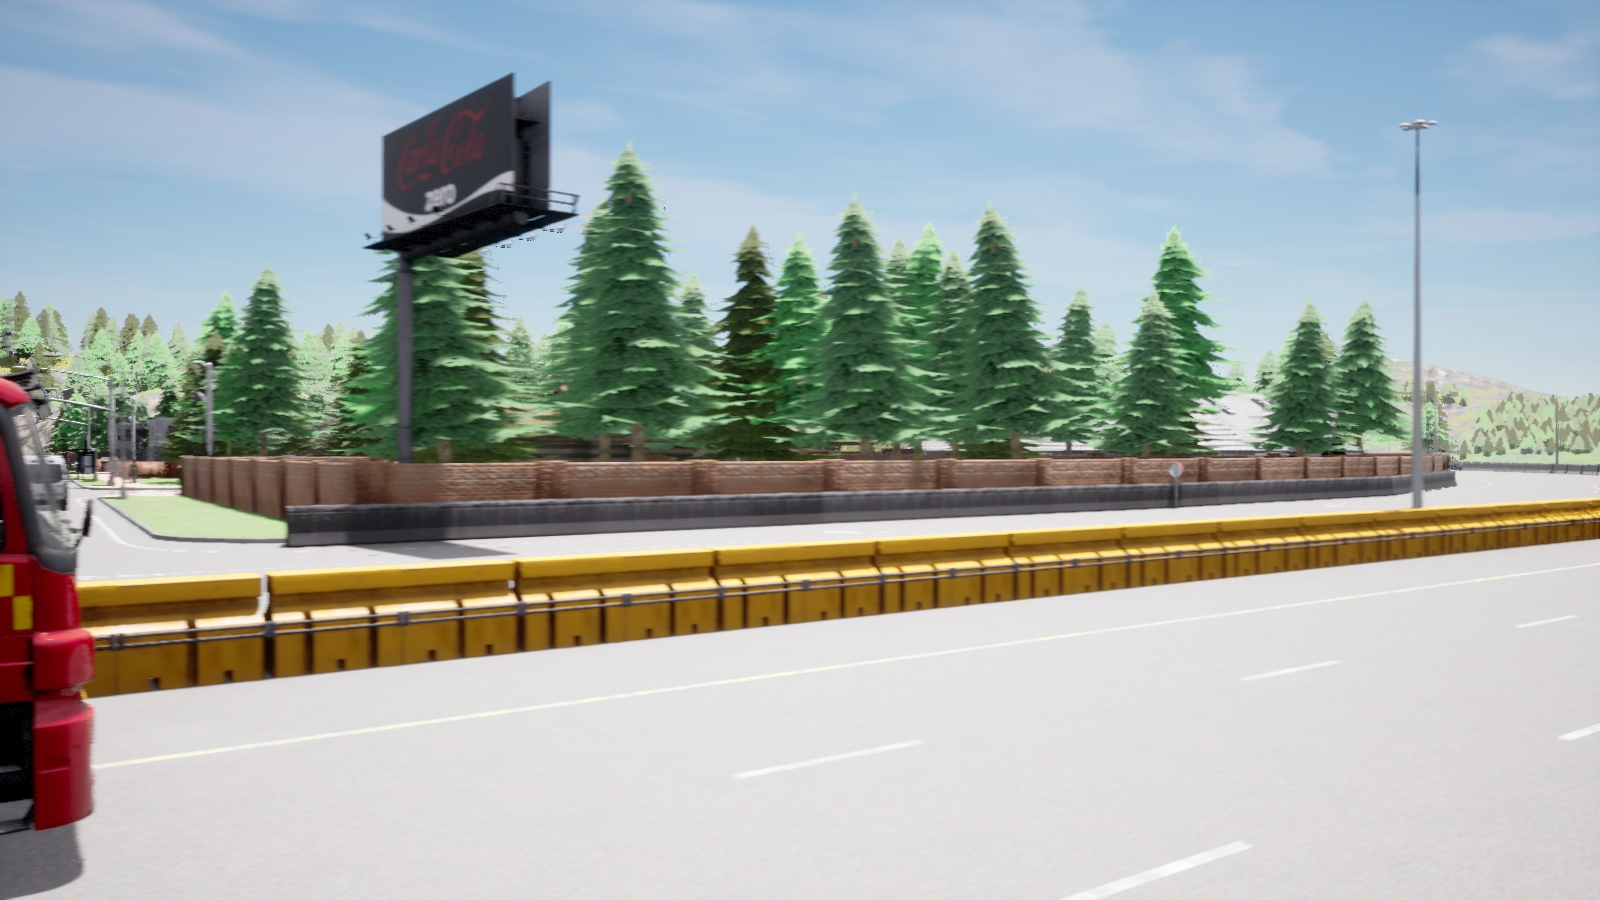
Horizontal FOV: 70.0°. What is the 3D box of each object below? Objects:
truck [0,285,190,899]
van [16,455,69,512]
[{"bbox_3d":[-8.410,0.889,6.455,8.468,3.827,2.891,0,0,-35],"label":"truck"},{"bbox_3d":[-35.962,1.516,54.217,1.988,2.561,5.915,0,0,-34],"label":"van"}]
